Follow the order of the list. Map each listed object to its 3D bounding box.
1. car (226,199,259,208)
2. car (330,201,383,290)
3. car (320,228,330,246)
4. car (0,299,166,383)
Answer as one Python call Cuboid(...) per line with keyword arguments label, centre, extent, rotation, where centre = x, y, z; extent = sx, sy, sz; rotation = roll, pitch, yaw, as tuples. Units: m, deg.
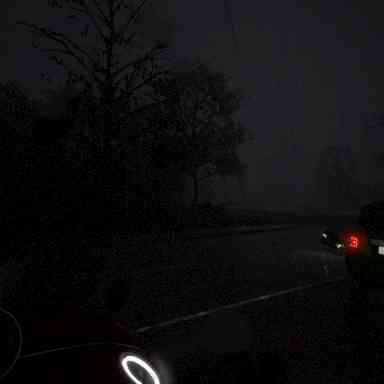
Cuboid(label="car", centre=(7.266, 1.649, 48.321), extent=(1.895, 1.301, 4.718), rotation=(0, 0, -45))
Cuboid(label="car", centre=(5.919, 1.221, 7.882), extent=(5.566, 2.045, 2.150), rotation=(0, 0, -35))
Cuboid(label="car", centre=(7.517, 1.547, 13.508), extent=(5.357, 1.411, 2.033), rotation=(0, 0, -35))
Cuboid(label="car", centre=(-2.354, 1.352, 2.029), extent=(4.553, 1.767, 2.097), rotation=(0, 0, -36))
